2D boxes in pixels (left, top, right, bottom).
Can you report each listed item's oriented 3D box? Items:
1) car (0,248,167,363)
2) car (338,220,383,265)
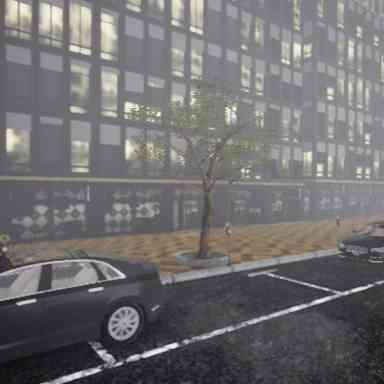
[{"bbox_3d":[-2.474,1.558,4.804,4.403,1.369,2.008,1,-1,-36],"label":"car"},{"bbox_3d":[6.779,1.667,11.405,4.403,1.369,2.008,1,-1,-36],"label":"car"}]
